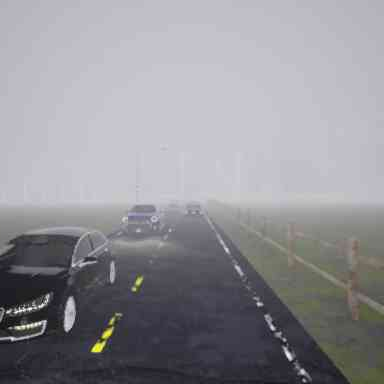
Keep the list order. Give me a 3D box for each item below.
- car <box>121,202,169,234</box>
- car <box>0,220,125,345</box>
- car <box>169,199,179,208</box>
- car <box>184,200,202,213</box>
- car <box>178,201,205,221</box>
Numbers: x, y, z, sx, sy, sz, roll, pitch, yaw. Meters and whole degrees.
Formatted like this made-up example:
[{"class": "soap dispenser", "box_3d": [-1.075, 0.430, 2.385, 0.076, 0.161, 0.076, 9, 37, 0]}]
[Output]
[{"class": "car", "box_3d": [-2.788, 1.456, 19.715, 2.097, 1.767, 4.553, 0, 0, 1]}, {"class": "car", "box_3d": [-2.838, 1.542, 6.764, 1.837, 1.490, 4.892, 0, -1, 0]}, {"class": "car", "box_3d": [-2.752, 1.850, 51.816, 2.033, 1.411, 5.357, 0, 0, 1]}, {"class": "car", "box_3d": [0.152, 1.777, 41.236, 2.033, 1.411, 5.357, 0, 0, 0]}, {"class": "car", "box_3d": [0.136, 1.704, 29.130, 2.033, 1.411, 5.357, 0, 0, 0]}]
